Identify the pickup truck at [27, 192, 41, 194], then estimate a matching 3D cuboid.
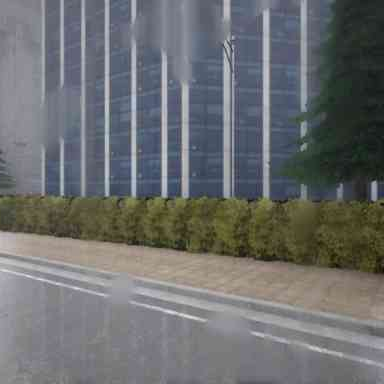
[{"bbox_3d":[-33.617,1.059,72.137,6.274,2.098,2.390,0,0,-26],"label":"pickup truck"}]
